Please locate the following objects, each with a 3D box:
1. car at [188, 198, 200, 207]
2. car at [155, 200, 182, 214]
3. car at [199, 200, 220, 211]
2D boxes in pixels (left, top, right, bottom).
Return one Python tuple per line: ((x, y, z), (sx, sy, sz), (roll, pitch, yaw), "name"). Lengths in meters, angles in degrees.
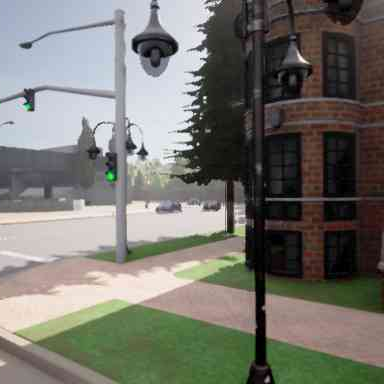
((0.294, 1.616, 55.005), (1.994, 1.385, 4.181), (0, 0, -3), "car")
((-2.598, 1.725, 38.669), (1.812, 1.442, 4.674), (0, 0, 20), "car")
((2.726, 1.739, 44.419), (2.033, 1.411, 5.357), (0, 0, 11), "car")
